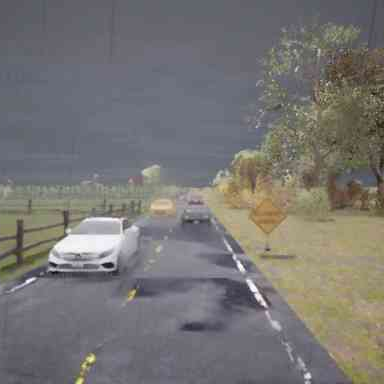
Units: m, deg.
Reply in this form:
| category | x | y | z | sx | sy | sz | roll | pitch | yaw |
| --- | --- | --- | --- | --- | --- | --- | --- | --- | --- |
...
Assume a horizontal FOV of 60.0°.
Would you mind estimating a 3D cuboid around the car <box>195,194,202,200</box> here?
| category | x | y | z | sx | sy | sz | roll | pitch | yaw |
| --- | --- | --- | --- | --- | --- | --- | --- | --- | --- |
| car | 1.725 | 1.231 | 86.195 | 1.812 | 1.442 | 4.674 | 0 | 0 | 1 |

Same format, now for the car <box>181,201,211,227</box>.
| category | x | y | z | sx | sy | sz | roll | pitch | yaw |
| --- | --- | --- | --- | --- | --- | --- | --- | --- | --- |
| car | 0.288 | 1.555 | 22.556 | 1.895 | 1.301 | 4.718 | 0 | 0 | 1 |

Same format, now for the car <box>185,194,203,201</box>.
| category | x | y | z | sx | sy | sz | roll | pitch | yaw |
| --- | --- | --- | --- | --- | --- | --- | --- | --- | --- |
| car | 0.486 | 1.237 | 44.792 | 2.097 | 1.767 | 4.553 | 0 | 0 | 0 |

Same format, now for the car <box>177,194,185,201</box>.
| category | x | y | z | sx | sy | sz | roll | pitch | yaw |
| --- | --- | --- | --- | --- | --- | --- | --- | --- | --- |
| car | -2.135 | 1.265 | 69.875 | 2.128 | 1.511 | 4.902 | 0 | 0 | 1 |

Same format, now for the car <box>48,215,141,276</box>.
| category | x | y | z | sx | sy | sz | roll | pitch | yaw |
| --- | --- | --- | --- | --- | --- | --- | --- | --- | --- |
| car | -2.771 | 1.501 | 10.445 | 1.812 | 1.442 | 4.674 | 0 | 0 | 1 |

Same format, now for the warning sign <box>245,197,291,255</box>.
| category | x | y | z | sx | sy | sz | roll | pitch | yaw |
| --- | --- | --- | --- | --- | --- | --- | --- | --- | --- |
| warning sign | 2.532 | 1.102 | 11.190 | 1.300 | 1.860 | 1.060 | 0 | 0 | 1 |

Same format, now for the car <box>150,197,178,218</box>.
| category | x | y | z | sx | sy | sz | roll | pitch | yaw |
| --- | --- | --- | --- | --- | --- | --- | --- | --- | --- |
| car | -2.546 | 1.406 | 29.506 | 1.882 | 1.535 | 5.008 | 0 | 0 | 1 |
